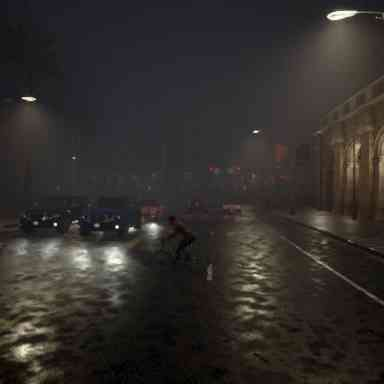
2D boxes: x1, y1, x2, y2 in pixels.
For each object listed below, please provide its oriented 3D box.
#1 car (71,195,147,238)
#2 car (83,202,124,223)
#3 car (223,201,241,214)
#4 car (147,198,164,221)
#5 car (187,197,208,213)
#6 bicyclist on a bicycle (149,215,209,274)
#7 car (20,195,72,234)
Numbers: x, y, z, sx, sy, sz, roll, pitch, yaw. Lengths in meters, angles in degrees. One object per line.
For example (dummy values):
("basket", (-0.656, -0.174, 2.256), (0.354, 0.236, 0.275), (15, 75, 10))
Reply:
("car", (-4.239, 1.224, 18.233), (2.150, 2.045, 5.566), (0, 0, 4))
("car", (-7.037, 1.568, 27.094), (1.812, 1.442, 4.674), (0, 0, 4))
("car", (4.261, 1.601, 36.019), (1.895, 1.301, 4.718), (0, 0, 5))
("car", (-3.543, 1.381, 26.879), (2.097, 1.767, 4.553), (0, 0, 4))
("car", (0.692, 1.352, 36.373), (2.097, 1.767, 4.553), (0, 0, 4))
("bicyclist on a bicycle", (-0.373, 1.455, 9.099), (1.656, 1.620, 0.582), (-2, 0, 3))
("car", (-7.662, 1.223, 19.478), (2.150, 2.045, 5.566), (0, 0, 4))
